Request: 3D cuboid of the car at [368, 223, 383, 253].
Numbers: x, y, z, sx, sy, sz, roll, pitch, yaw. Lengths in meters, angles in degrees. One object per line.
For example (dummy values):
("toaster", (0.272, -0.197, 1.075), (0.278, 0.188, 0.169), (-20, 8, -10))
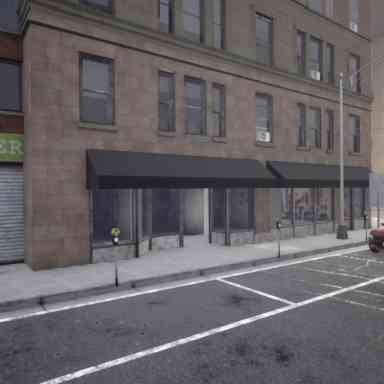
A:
("car", (8.414, 1.542, 12.593), (4.507, 1.381, 1.887), (0, -1, -36))
